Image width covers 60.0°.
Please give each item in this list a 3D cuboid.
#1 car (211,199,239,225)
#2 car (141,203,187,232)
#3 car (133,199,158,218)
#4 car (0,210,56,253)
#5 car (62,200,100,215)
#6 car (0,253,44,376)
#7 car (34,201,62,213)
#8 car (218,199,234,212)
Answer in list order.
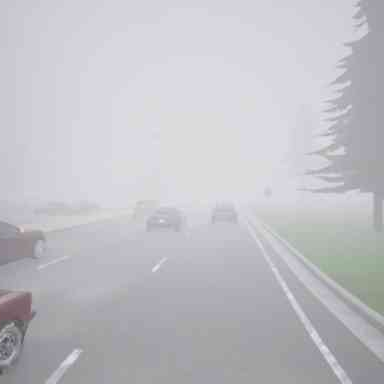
[{"bbox_3d":[2.431,1.565,24.825,2.128,1.511,4.902,0,0,6],"label":"car"},{"bbox_3d":[-1.517,1.625,20.905,1.994,1.385,4.181,0,0,6],"label":"car"},{"bbox_3d":[-3.942,1.441,30.903,2.097,1.767,4.553,0,0,6],"label":"car"},{"bbox_3d":[-6.196,1.504,9.663,1.882,1.535,5.008,0,0,5],"label":"car"},{"bbox_3d":[-11.540,1.604,35.898,2.128,1.511,4.902,0,0,6],"label":"car"},{"bbox_3d":[-3.238,1.608,2.663,1.895,1.301,4.718,0,0,2],"label":"car"},{"bbox_3d":[-15.019,1.713,36.283,2.033,1.411,5.357,0,0,6],"label":"car"},{"bbox_3d":[4.323,1.650,41.961,1.812,1.442,4.674,0,0,6],"label":"car"}]
